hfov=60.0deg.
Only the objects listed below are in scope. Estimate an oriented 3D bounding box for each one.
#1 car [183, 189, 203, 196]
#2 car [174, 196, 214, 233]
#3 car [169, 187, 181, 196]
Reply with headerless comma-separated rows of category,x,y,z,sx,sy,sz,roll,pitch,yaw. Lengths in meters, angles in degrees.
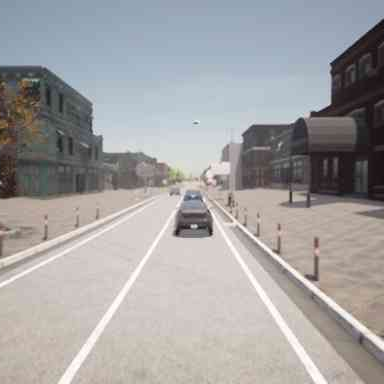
car,0.135,0.398,36.346,2.097,1.767,4.553,0,2,0
car,0.105,1.222,17.455,1.837,1.490,4.892,0,2,0
car,-2.934,-0.036,58.398,1.837,1.490,4.892,0,1,0
